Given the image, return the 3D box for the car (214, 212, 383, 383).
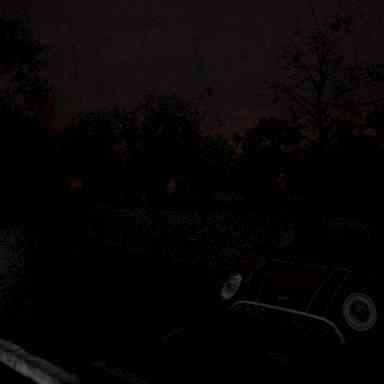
[{"bbox_3d":[2.244,1.292,5.606,2.185,1.767,4.553,1,0,35],"label":"car"}]
